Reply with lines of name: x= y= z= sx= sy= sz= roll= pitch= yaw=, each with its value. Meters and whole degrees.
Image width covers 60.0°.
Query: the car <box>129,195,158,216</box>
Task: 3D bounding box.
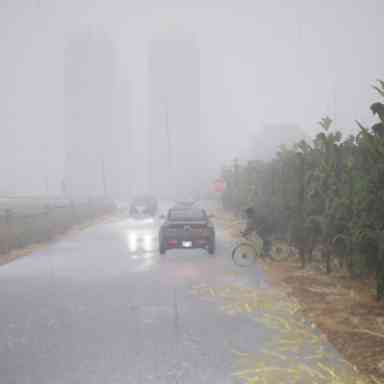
car: x=-3.702 y=0.992 z=26.005 sx=2.128 sy=1.511 sz=4.902 roll=0 pitch=1 yaw=-1

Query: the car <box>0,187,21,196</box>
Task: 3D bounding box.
car: x=-38.634 y=0.005 z=68.290 sx=4.611 sy=1.667 sz=2.242 roll=0 pitch=1 yaw=-2

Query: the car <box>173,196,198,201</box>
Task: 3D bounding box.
car: x=-0.489 y=1.022 z=25.580 sx=1.812 sy=1.442 sz=4.674 roll=0 pitch=1 yaw=-1

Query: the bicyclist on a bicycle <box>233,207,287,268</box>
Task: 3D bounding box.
bicyclist on a bicycle: x=1.857 y=1.223 z=9.147 sx=1.656 sy=1.620 sz=0.582 roll=-9 pitch=1 yaw=-1

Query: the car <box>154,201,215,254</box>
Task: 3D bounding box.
car: x=-0.194 y=1.288 z=12.495 sx=1.837 sy=1.490 sz=4.892 roll=0 pitch=1 yaw=-1
